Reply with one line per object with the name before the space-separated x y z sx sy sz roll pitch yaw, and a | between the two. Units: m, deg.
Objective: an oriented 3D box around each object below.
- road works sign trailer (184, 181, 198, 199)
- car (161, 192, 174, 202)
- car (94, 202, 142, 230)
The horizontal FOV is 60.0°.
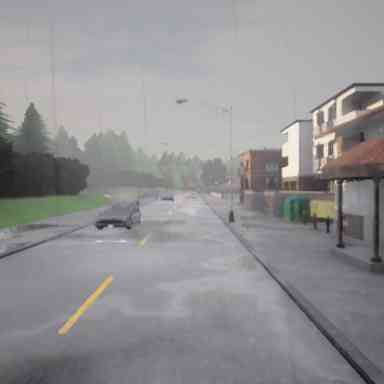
road works sign trailer | -0.024 -0.328 65.678 2.380 3.560 2.880 0 1 0
car | -4.037 0.811 55.187 1.882 1.535 5.008 0 1 0
car | -4.099 1.312 19.395 2.033 1.411 5.357 0 1 0
